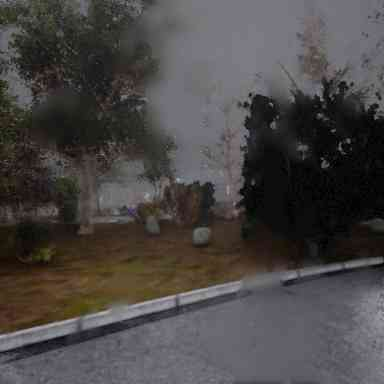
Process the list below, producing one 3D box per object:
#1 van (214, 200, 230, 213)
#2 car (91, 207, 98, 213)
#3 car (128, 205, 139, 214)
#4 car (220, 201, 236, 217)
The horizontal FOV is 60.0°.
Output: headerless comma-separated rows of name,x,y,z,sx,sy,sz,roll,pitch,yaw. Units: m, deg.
van,4.715,1.973,39.312,4.442,1.987,1.878,0,-2,-36
car,-23.517,4.455,78.427,4.674,1.452,2.002,0,-3,-35
car,-9.450,3.099,58.615,4.553,1.767,2.185,0,-3,-36
car,6.113,2.105,36.868,5.366,1.575,1.946,0,-2,-36
